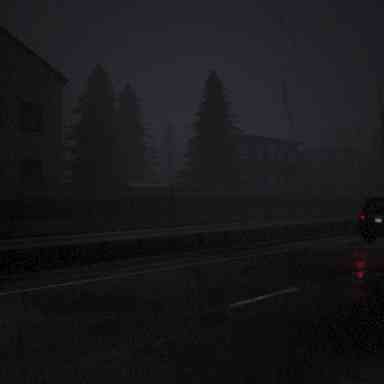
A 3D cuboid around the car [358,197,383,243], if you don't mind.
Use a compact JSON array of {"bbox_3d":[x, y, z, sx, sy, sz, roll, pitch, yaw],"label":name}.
[{"bbox_3d":[9.702,1.228,14.971,5.566,2.045,2.150,0,0,-36],"label":"car"}]
